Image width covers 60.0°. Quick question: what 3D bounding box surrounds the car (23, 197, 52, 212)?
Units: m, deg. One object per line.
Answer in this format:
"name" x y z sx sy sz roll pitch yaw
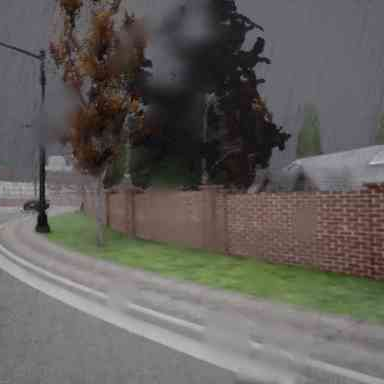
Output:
"car" -21.066 1.868 45.510 1.837 1.490 4.892 -3 0 5
